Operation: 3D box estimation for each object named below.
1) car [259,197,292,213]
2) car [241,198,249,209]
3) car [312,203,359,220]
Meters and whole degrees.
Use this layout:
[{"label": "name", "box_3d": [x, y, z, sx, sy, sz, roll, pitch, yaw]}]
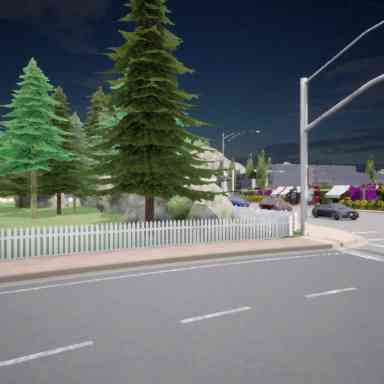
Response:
[{"label": "car", "box_3d": [9.413, 1.408, 37.735, 2.097, 1.767, 4.553, 0, 0, -16]}, {"label": "car", "box_3d": [6.495, 1.533, 47.632, 1.882, 1.535, 5.008, 0, 0, -17]}, {"label": "car", "box_3d": [12.156, 1.619, 28.441, 1.994, 1.385, 4.181, 0, 0, -16]}]
